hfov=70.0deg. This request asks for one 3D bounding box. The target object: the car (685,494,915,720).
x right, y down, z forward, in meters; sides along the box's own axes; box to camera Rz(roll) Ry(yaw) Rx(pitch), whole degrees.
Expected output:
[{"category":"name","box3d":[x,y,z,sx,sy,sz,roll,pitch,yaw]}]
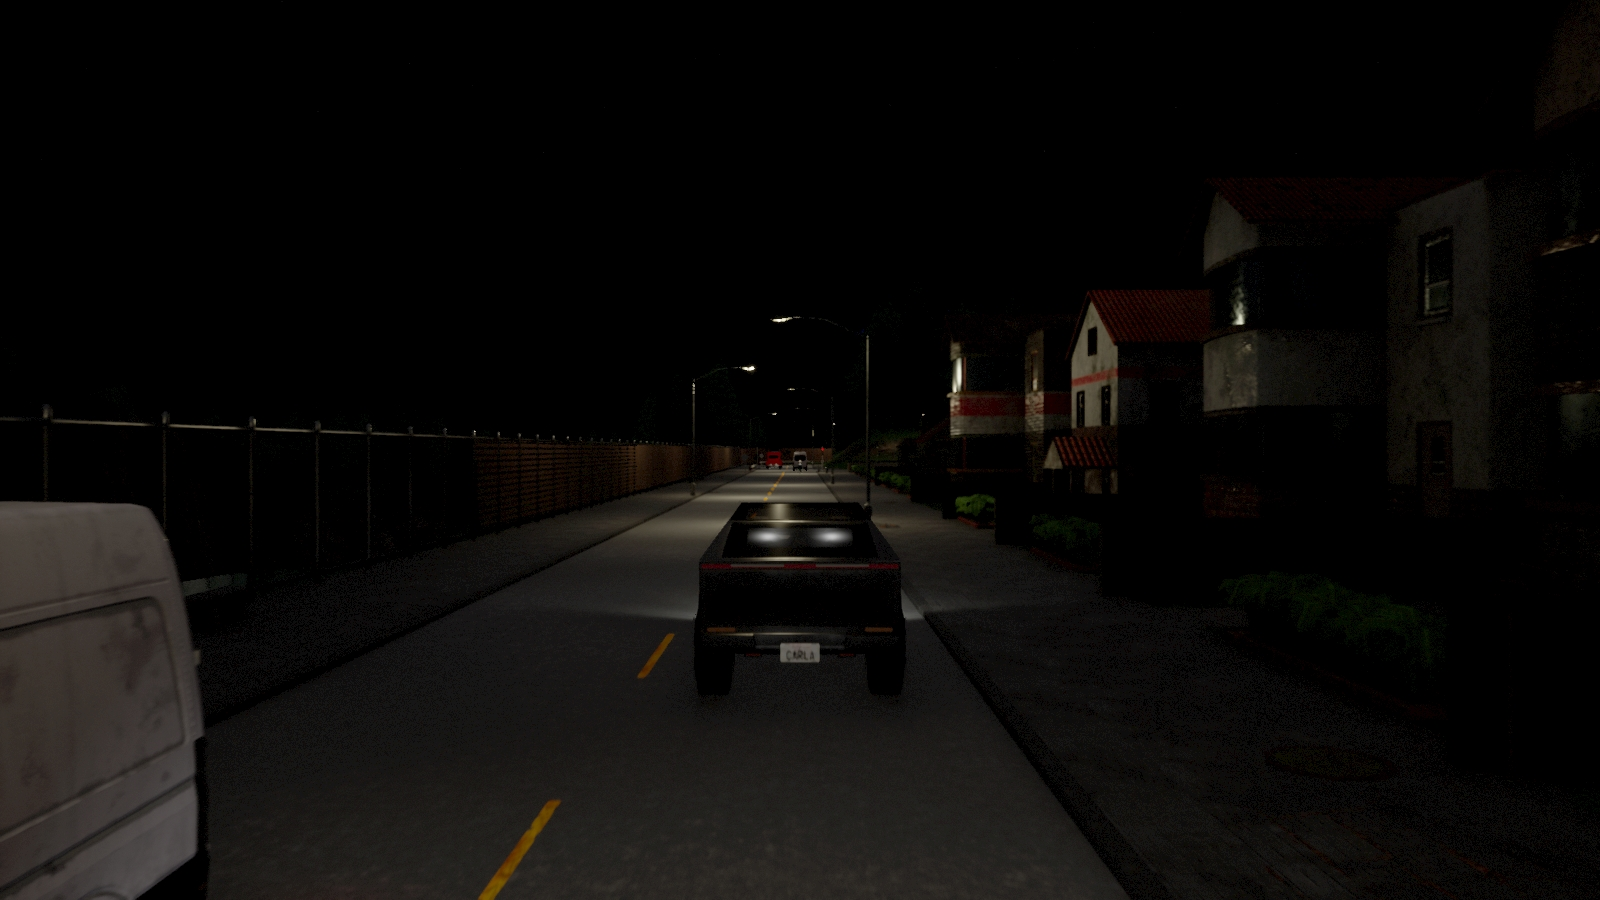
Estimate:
[{"category":"car","box3d":[0.001,1.753,14.976,2.390,2.098,6.274,0,0,0]}]

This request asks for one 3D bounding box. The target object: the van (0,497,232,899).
[{"category":"van","box3d":[-3.997,1.534,3.082,1.988,2.561,5.915,0,0,0]}]
